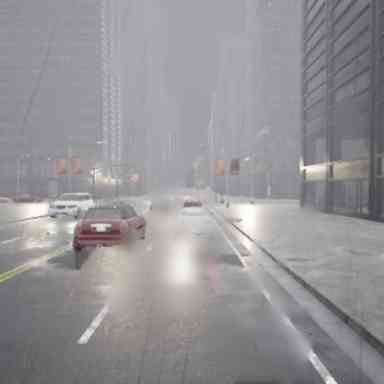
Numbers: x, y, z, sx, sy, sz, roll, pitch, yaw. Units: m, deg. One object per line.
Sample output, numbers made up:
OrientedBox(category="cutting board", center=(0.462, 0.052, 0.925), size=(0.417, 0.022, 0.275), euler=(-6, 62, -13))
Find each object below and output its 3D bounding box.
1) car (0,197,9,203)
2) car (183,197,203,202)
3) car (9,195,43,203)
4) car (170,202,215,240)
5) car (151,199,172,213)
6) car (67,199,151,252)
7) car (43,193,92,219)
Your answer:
OrientedBox(category="car", center=(-31.502, 1.074, 53.022), size=(4.829, 1.417, 1.752), euler=(0, 0, 0))
OrientedBox(category="car", center=(0.089, 1.301, 34.490), size=(1.882, 1.535, 5.008), euler=(0, 0, 0))
OrientedBox(category="car", center=(-26.047, 1.137, 53.056), size=(4.507, 1.381, 1.887), euler=(0, 0, 0))
OrientedBox(category="car", center=(0.094, 1.443, 16.273), size=(1.812, 1.442, 4.674), euler=(0, 0, 0))
OrientedBox(category="car", center=(-3.161, 1.390, 34.009), size=(1.994, 1.385, 4.181), euler=(0, 0, 0))
OrientedBox(category="car", center=(-3.157, 1.283, 13.699), size=(2.097, 1.767, 4.553), euler=(0, 0, 0))
OrientedBox(category="car", center=(-9.826, 1.084, 27.594), size=(2.150, 2.045, 5.566), euler=(0, 0, 0))
